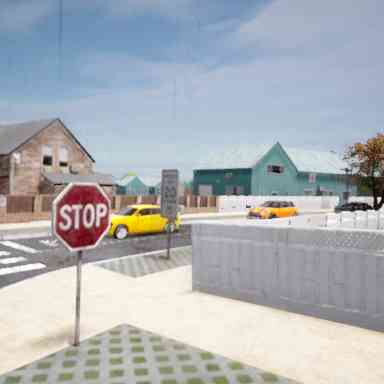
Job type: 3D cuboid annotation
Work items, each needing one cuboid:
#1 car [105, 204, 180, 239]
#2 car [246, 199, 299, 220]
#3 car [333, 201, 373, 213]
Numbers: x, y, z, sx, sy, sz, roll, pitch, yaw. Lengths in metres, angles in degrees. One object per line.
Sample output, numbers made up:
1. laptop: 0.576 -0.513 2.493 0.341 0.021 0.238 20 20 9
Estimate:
1. car: -2.833 1.423 17.324 1.882 1.535 5.008 3 2 44
2. car: 6.364 1.450 26.082 4.553 1.767 2.097 1 2 -39
3. car: 16.160 1.742 33.353 4.892 1.490 1.837 0 2 -33
